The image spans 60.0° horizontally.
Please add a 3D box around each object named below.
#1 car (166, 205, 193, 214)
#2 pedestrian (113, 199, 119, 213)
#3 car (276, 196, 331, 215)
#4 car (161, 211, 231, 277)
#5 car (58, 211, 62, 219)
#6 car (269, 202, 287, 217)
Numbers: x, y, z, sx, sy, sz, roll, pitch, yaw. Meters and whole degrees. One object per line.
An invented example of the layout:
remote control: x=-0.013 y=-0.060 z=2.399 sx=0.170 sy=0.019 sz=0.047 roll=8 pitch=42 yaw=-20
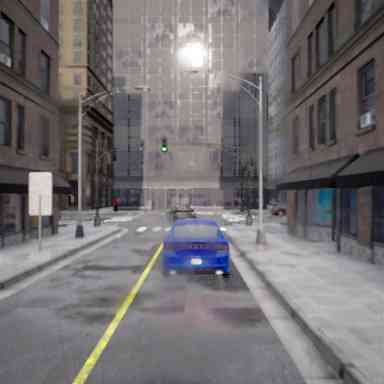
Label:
car: x=-1.000 y=1.848 z=27.536 sx=2.128 sy=1.511 sz=4.902 roll=0 pitch=0 yaw=-13
pedestrian: x=-9.625 y=1.686 z=42.107 sx=0.375 sy=1.860 sz=0.375 roll=0 pitch=0 yaw=0
car: x=12.628 y=1.558 z=38.000 sx=5.566 sy=2.045 sz=2.150 roll=0 pitch=0 yaw=0
car: x=0.113 y=1.612 z=10.757 sx=1.882 sy=1.535 sz=5.008 roll=0 pitch=-1 yaw=0
car: x=-14.825 y=1.964 z=31.232 sx=5.008 sy=1.535 sz=1.882 roll=0 pitch=0 yaw=0
car: x=10.414 y=1.679 z=34.744 sx=4.553 sy=1.767 sz=2.097 roll=0 pitch=0 yaw=0
